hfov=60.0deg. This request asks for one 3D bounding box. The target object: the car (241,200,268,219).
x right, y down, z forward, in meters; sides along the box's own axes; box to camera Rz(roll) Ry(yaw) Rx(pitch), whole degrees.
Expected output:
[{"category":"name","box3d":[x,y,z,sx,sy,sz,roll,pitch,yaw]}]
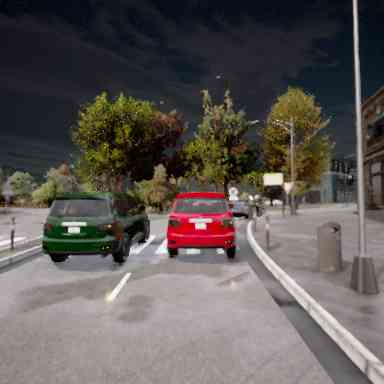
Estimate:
[{"category":"car","box3d":[3.909,1.298,24.917,1.994,1.385,4.181,-2,-3,29]}]

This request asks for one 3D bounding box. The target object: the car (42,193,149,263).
[{"category":"car","box3d":[-2.922,1.037,11.309,2.150,2.045,5.566,0,1,3]}]

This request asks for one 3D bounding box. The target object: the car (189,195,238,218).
[{"category":"car","box3d":[1.904,1.228,27.638,2.097,1.767,4.553,-2,-4,33]}]

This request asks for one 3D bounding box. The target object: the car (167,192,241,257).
[{"category":"car","box3d":[0.391,1.007,12.231,2.150,2.045,5.566,0,1,3]}]

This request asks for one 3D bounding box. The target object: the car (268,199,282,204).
[{"category":"car","box3d":[19.009,2.496,78.659,4.674,1.442,1.812,-2,-4,37]}]
